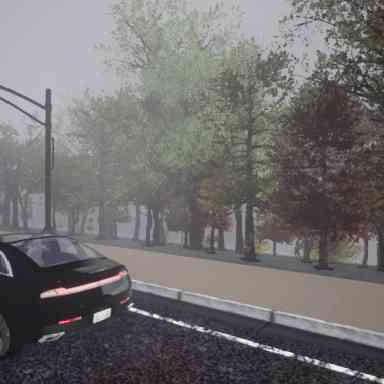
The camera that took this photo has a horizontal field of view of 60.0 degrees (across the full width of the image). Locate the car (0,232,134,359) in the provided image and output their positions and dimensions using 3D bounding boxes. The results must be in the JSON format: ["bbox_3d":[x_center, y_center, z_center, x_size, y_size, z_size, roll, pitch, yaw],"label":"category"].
[{"bbox_3d":[-3.234,1.494,5.988,4.902,1.511,2.128,0,0,35],"label":"car"}]
